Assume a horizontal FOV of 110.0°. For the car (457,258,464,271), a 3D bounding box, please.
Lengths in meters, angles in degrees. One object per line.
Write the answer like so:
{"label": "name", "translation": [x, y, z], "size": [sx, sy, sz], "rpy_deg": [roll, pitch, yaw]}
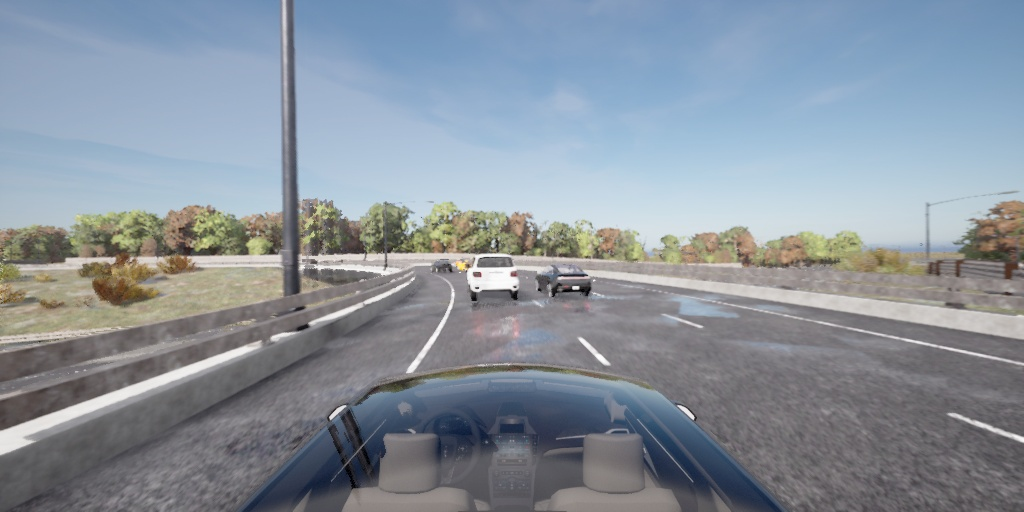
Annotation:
{"label": "car", "translation": [-5.471, 1.183, 45.407], "size": [1.882, 1.535, 5.008], "rpy_deg": [-1, 0, -25]}

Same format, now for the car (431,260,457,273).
{"label": "car", "translation": [-8.629, 1.266, 43.878], "size": [1.837, 1.490, 4.892], "rpy_deg": [-1, 1, -25]}

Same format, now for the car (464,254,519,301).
{"label": "car", "translation": [-1.057, 0.939, 17.623], "size": [2.150, 2.045, 5.566], "rpy_deg": [-1, 0, -9]}

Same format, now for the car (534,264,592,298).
{"label": "car", "translation": [2.384, 1.155, 17.737], "size": [2.128, 1.511, 4.902], "rpy_deg": [-1, 0, -8]}
